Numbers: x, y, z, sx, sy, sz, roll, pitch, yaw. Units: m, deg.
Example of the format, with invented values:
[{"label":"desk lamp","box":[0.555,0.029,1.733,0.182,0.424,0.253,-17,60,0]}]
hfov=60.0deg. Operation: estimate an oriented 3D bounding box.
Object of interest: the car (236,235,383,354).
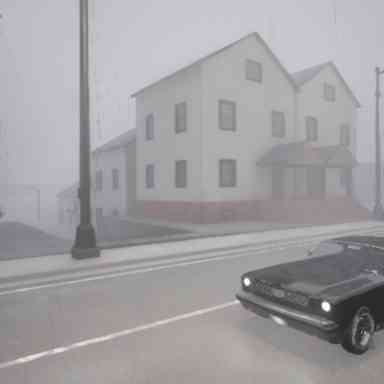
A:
[{"label":"car","box":[3.076,1.557,6.148,4.718,1.301,1.895,0,0,-35]}]
